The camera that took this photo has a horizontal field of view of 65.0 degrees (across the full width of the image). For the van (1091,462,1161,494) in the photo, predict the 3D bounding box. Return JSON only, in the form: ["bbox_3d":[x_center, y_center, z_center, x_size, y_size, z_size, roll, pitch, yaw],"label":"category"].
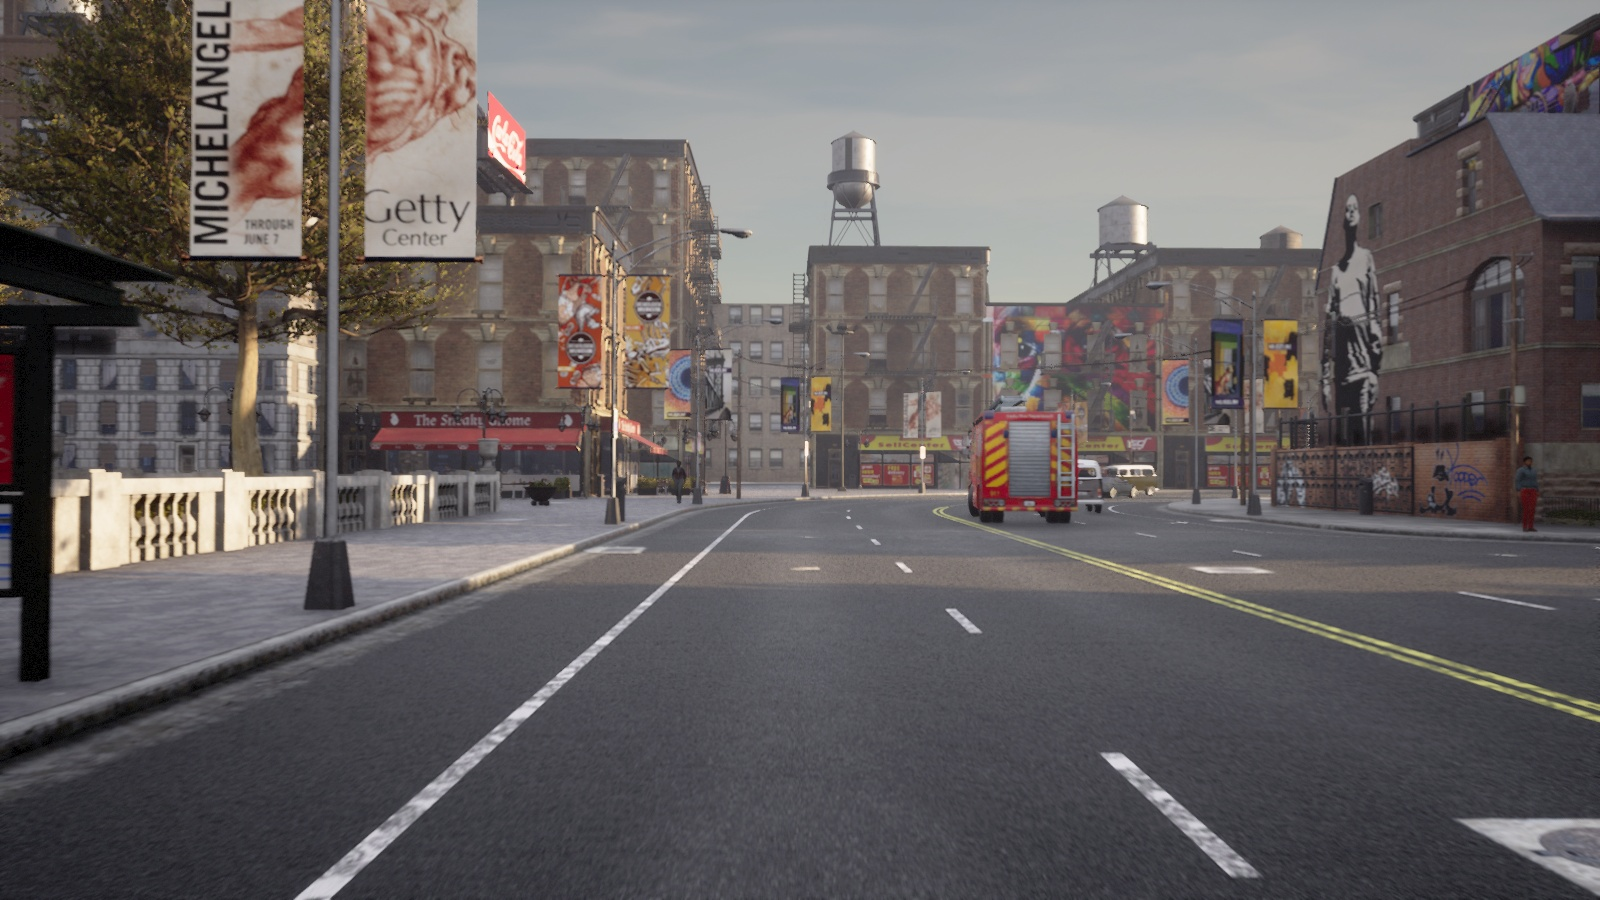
[{"bbox_3d":[21.407,1.832,82.402,4.480,2.038,2.069,0,-1,-35],"label":"van"}]

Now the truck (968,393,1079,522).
[{"bbox_3d":[7.188,0.315,41.553,2.891,3.827,8.468,0,-1,5],"label":"truck"}]

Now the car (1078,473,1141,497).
[{"bbox_3d":[18.533,2.061,75.050,1.994,1.385,4.181,-1,-1,40],"label":"car"}]

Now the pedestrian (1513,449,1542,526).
[{"bbox_3d":[17.746,0.913,30.625,0.353,1.847,0.614,0,-1,3],"label":"pedestrian"}]

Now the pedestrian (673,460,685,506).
[{"bbox_3d":[-5.120,1.383,53.211,0.402,1.930,0.666,0,-1,5],"label":"pedestrian"}]

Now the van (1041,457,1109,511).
[{"bbox_3d":[10.766,1.322,49.389,2.069,2.038,4.480,0,-1,6],"label":"van"}]
